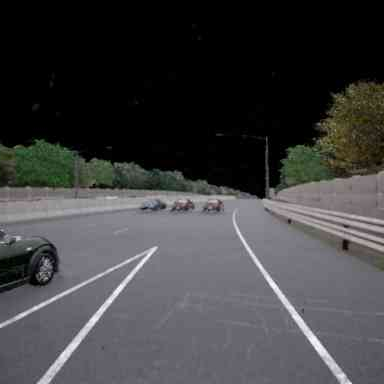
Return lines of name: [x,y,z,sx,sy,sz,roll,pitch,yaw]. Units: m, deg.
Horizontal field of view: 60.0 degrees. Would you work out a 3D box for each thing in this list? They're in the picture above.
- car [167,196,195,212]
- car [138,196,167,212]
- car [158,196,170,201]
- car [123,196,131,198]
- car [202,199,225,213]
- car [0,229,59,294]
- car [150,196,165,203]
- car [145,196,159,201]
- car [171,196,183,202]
car: [-0.982,1.485,37.926,1.812,1.442,4.674,0,0,13]
car: [-4.391,1.510,38.716,2.033,1.411,5.357,0,0,13]
car: [-7.329,1.771,88.305,1.994,1.385,4.181,0,0,13]
car: [-14.300,1.678,73.642,2.033,1.411,5.357,0,0,13]
car: [2.432,1.487,37.139,1.812,1.442,4.674,0,0,13]
car: [-4.665,1.267,6.422,2.097,1.767,4.553,-1,0,13]
car: [-7.478,1.638,72.078,1.837,1.490,4.892,0,0,13]
car: [-10.744,1.758,89.071,2.033,1.411,5.357,0,0,13]
car: [-3.928,1.813,87.477,1.895,1.301,4.718,0,0,13]
